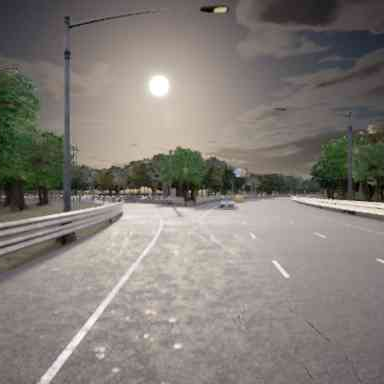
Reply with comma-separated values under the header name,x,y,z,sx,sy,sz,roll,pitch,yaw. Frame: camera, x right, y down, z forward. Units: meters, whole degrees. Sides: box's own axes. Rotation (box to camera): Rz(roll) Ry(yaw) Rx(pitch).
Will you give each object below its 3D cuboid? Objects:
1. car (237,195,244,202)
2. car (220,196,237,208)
name,x,y,z,sx,sy,sz,roll,pitch,yaw
car,10.948,1.513,77.483,1.882,1.535,5.008,0,0,13
car,5.290,1.615,49.177,1.895,1.301,4.718,0,0,9
